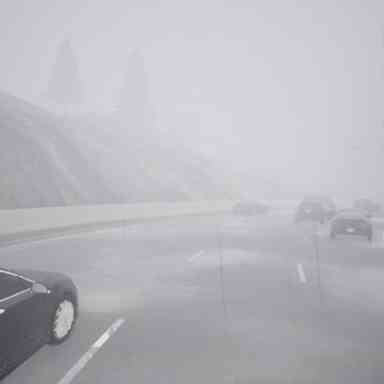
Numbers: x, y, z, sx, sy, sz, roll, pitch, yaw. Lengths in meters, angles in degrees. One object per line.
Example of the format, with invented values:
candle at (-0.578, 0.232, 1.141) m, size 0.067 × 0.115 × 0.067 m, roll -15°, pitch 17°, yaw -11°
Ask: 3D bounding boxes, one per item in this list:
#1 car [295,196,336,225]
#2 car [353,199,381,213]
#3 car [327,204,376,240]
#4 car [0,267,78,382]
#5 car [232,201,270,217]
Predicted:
car at (9.556, 1.450, 25.504) m, size 2.097 × 1.767 × 4.553 m, roll 0°, pitch 0°, yaw 36°
car at (19.618, 1.516, 37.366) m, size 2.097 × 1.767 × 4.553 m, roll 0°, pitch 0°, yaw 42°
car at (8.366, 1.599, 17.438) m, size 1.812 × 1.442 × 4.674 m, roll 0°, pitch 0°, yaw 26°
car at (-2.927, 1.501, 3.552) m, size 1.837 × 1.490 × 4.892 m, roll 0°, pitch 0°, yaw 5°
car at (5.818, 1.587, 32.301) m, size 2.128 × 1.511 × 4.902 m, roll 0°, pitch 0°, yaw 40°
